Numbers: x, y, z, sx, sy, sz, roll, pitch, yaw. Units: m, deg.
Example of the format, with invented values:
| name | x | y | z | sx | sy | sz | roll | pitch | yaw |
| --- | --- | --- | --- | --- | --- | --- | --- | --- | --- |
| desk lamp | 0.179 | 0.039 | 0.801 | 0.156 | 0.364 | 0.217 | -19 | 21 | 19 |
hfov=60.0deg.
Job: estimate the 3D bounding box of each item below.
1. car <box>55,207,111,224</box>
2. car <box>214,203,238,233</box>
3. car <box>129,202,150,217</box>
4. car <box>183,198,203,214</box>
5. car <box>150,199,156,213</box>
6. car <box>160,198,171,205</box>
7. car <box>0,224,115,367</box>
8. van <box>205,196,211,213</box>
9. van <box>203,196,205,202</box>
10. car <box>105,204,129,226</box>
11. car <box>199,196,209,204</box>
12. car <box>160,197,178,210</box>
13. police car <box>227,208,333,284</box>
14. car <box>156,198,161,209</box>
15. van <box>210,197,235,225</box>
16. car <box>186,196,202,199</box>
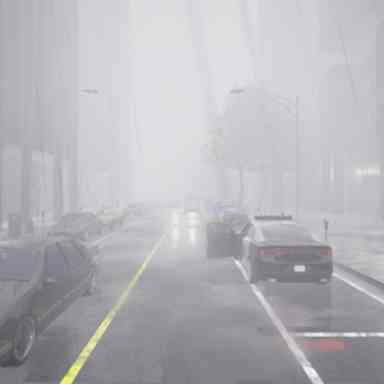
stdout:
| name | x | y | z | sx | sy | sz | roll | pitch | yaw |
| --- | --- | --- | --- | --- | --- | --- | --- | --- | --- |
| car | -5.768 | 1.677 | 16.948 | 1.947 | 1.339 | 4.313 | 0 | 0 | 0 |
| car | 2.756 | 1.694 | 22.578 | 1.887 | 1.381 | 4.507 | 0 | 0 | 0 |
| car | -5.773 | 1.791 | 33.804 | 1.947 | 1.339 | 4.313 | 0 | 0 | 0 |
| car | 0.070 | 1.786 | 38.885 | 1.812 | 1.442 | 4.674 | 0 | 0 | 0 |
| car | -5.775 | 1.830 | 39.422 | 1.947 | 1.339 | 4.313 | 0 | 0 | 0 |
| car | -5.786 | 2.055 | 73.134 | 2.008 | 1.369 | 4.403 | 0 | 0 | 0 |
| car | -3.101 | 1.587 | 6.067 | 2.033 | 1.411 | 5.357 | 0 | 0 | 0 |
| van | 2.750 | 1.605 | 39.433 | 1.690 | 1.788 | 3.998 | 0 | 0 | 0 |
| van | 2.748 | 1.644 | 45.052 | 1.690 | 1.788 | 3.998 | 0 | 0 | 0 |
| car | -5.769 | 1.673 | 22.397 | 1.752 | 1.417 | 4.829 | 0 | 0 | 0 |
| car | 2.737 | 1.861 | 78.762 | 2.192 | 1.841 | 5.009 | 0 | 0 | 0 |
| car | -3.014 | 1.784 | 48.272 | 2.033 | 1.411 | 5.357 | 0 | 0 | 0 |
| police car | 2.365 | 1.490 | 9.887 | 1.930 | 1.638 | 5.238 | 0 | 0 | 0 |
| car | -5.778 | 1.867 | 50.490 | 1.752 | 1.417 | 4.829 | 0 | 0 | 0 |
| van | 2.754 | 1.528 | 28.197 | 1.690 | 1.788 | 3.998 | 0 | 0 | 0 |
| car | -0.014 | 1.551 | 48.820 | 2.150 | 2.045 | 5.566 | 0 | 0 | 0 |
